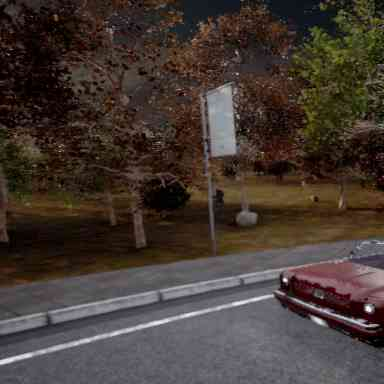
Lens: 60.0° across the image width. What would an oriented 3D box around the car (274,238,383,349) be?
[{"bbox_3d":[3.754,1.526,5.844,4.718,1.301,1.895,0,1,-29],"label":"car"}]
